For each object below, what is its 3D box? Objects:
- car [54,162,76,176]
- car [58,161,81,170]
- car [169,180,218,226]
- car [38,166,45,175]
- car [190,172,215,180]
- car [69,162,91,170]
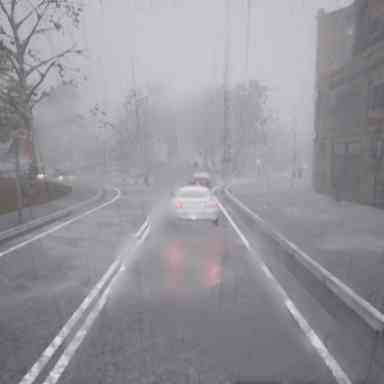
[{"bbox_3d":[-19.821,-3.308,50.984,1.837,1.490,4.892,-6,9,-35],"label":"car"},{"bbox_3d":[-25.685,-5.518,69.871,2.097,1.767,4.553,2,6,16],"label":"car"},{"bbox_3d":[0.064,0.440,13.657,1.812,1.442,4.674,0,5,0],"label":"car"},{"bbox_3d":[-24.509,-3.419,52.594,1.994,1.385,4.181,-3,7,-25],"label":"car"},{"bbox_3d":[0.994,-1.116,30.514,1.812,1.442,4.674,1,6,11],"label":"car"},{"bbox_3d":[-22.686,-5.237,68.611,1.837,1.490,4.892,2,6,16],"label":"car"}]
